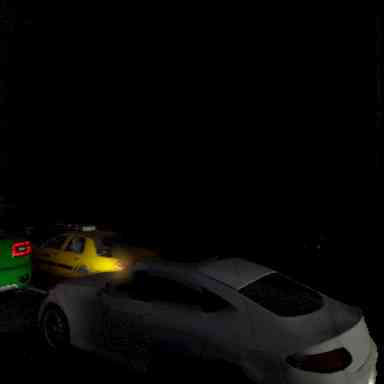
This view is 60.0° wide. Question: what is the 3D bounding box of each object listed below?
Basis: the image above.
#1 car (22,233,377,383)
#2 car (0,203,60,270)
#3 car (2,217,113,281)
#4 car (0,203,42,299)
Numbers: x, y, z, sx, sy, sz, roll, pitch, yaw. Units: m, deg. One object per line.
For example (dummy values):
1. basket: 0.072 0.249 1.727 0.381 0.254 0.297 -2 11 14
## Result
1. car: -0.177 1.561 4.504 4.674 1.442 1.812 0 -1 36
2. car: -7.174 1.377 11.949 5.009 1.841 2.192 0 0 36
3. car: -2.928 1.581 8.831 4.829 1.417 1.752 0 0 36
4. car: -5.547 1.260 7.751 2.150 2.045 5.566 1 -1 -42
